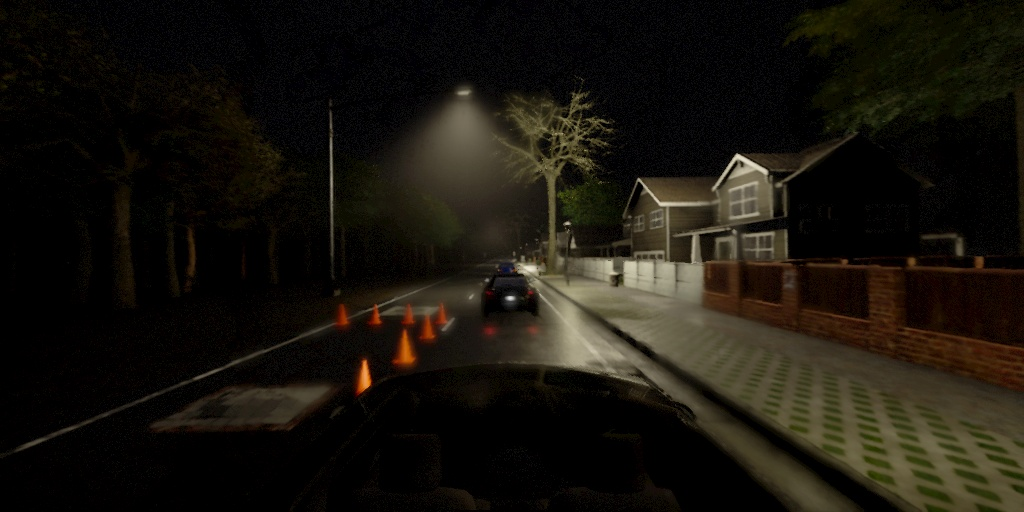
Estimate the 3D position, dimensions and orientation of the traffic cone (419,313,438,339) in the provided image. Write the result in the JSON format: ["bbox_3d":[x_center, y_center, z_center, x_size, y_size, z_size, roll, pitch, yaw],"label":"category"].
[{"bbox_3d":[-2.098,1.726,8.924,0.340,0.580,0.340,0,0,-1],"label":"traffic cone"}]

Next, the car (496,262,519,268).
[{"bbox_3d":[-0.408,1.278,31.291,1.812,1.442,4.674,-1,0,-1],"label":"car"}]

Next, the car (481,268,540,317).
[{"bbox_3d":[-0.076,1.313,13.319,1.994,1.385,4.181,-1,0,-1],"label":"car"}]

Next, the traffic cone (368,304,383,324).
[{"bbox_3d":[-4.137,1.746,10.886,0.340,0.580,0.340,0,0,-1],"label":"traffic cone"}]

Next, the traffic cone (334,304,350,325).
[{"bbox_3d":[-5.137,1.757,10.866,0.340,0.580,0.340,0,0,-1],"label":"traffic cone"}]

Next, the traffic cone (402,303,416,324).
[{"bbox_3d":[-3.137,1.736,10.905,0.340,0.580,0.340,0,0,-1],"label":"traffic cone"}]

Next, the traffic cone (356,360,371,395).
[{"bbox_3d":[-2.022,1.725,4.925,0.340,0.580,0.340,0,0,-1],"label":"traffic cone"}]

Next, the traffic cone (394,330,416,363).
[{"bbox_3d":[-2.060,1.725,6.925,0.340,0.580,0.340,0,0,-1],"label":"traffic cone"}]

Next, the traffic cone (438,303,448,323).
[{"bbox_3d":[-2.137,1.726,10.924,0.340,0.580,0.340,0,0,-1],"label":"traffic cone"}]
